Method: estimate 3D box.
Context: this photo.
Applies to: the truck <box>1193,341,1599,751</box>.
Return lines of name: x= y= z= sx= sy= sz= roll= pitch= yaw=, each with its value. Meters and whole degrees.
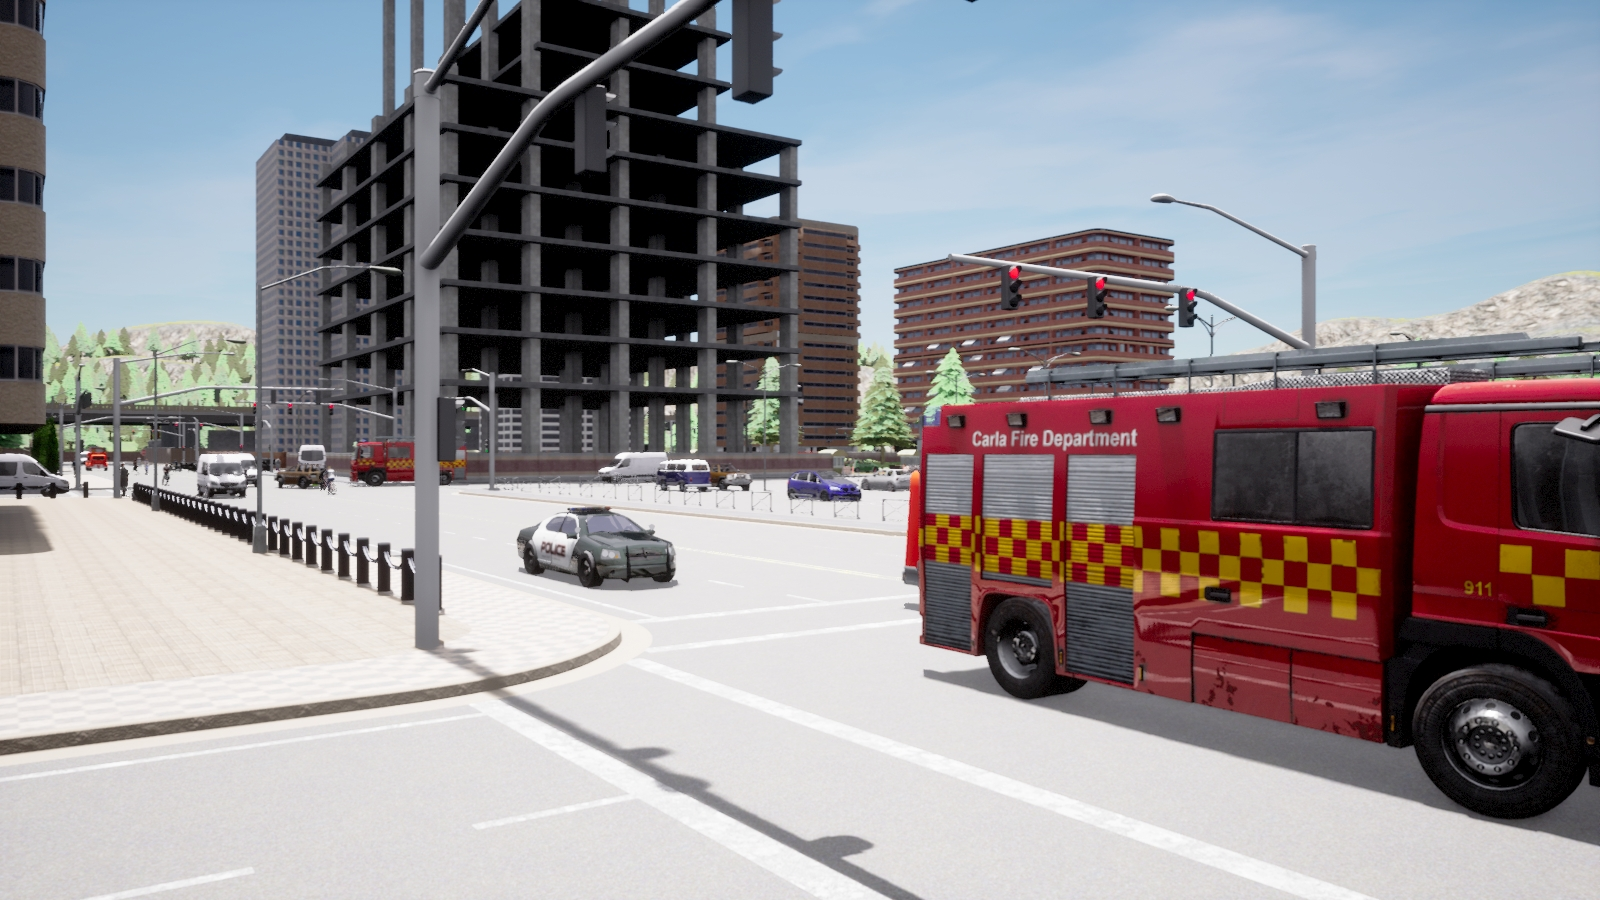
truck: x=8.411 y=0.895 z=11.958 sx=2.891 sy=3.827 sz=8.468 roll=0 pitch=0 yaw=-27

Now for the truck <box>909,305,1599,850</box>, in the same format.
truck: x=4.930 y=0.894 z=11.600 sx=2.891 sy=3.827 sz=8.468 roll=0 pitch=0 yaw=-34

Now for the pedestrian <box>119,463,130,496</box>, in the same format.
pedestrian: x=-37.938 y=1.656 z=64.168 sx=0.375 sy=1.860 sz=0.375 roll=0 pitch=0 yaw=21

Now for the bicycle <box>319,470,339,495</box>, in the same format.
bicycle: x=-29.415 y=2.034 z=71.366 sx=1.643 sy=1.496 sz=0.373 roll=-1 pitch=1 yaw=38

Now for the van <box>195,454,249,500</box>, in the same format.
van: x=-34.238 y=1.518 z=67.597 sx=1.988 sy=2.561 sz=5.915 roll=0 pitch=0 yaw=-35

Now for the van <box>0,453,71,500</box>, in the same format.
van: x=-44.578 y=1.479 z=64.307 sx=5.915 sy=2.561 sz=1.988 roll=0 pitch=0 yaw=-36

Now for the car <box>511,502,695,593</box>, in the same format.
car: x=-4.439 y=2.041 z=25.032 sx=2.038 sy=1.542 sz=4.974 roll=0 pitch=0 yaw=-35
